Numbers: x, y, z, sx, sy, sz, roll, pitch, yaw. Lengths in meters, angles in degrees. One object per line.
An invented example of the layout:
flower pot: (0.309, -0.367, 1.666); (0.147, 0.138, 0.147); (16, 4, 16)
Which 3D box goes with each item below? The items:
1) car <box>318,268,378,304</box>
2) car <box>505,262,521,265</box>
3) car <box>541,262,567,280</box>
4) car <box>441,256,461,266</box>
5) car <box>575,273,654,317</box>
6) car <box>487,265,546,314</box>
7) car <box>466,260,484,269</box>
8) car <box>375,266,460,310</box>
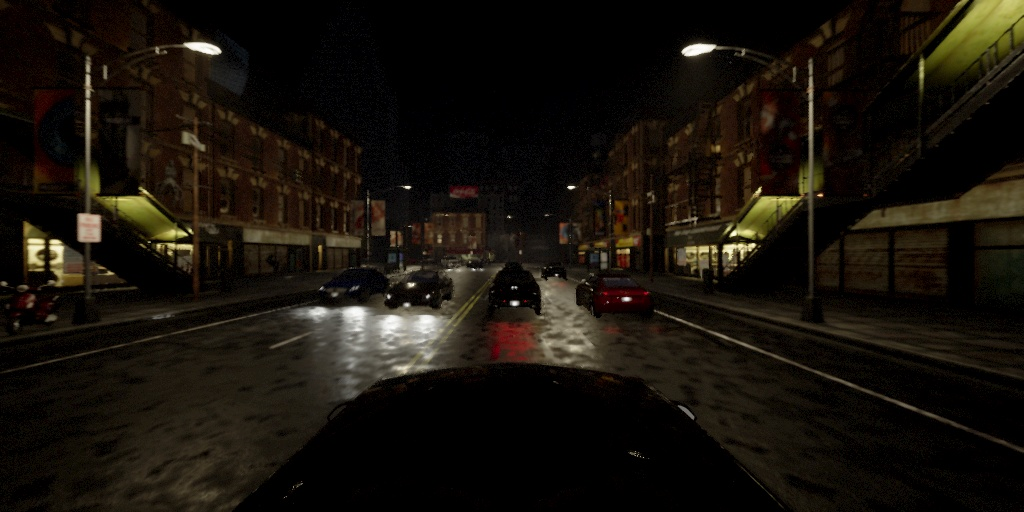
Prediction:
car: (-7.115, 1.288, 16.734); (1.812, 1.442, 4.674); (0, 0, 0)
car: (0.070, 1.276, 31.142); (1.837, 1.490, 4.892); (0, 0, 0)
car: (3.570, 1.275, 31.090); (1.837, 1.490, 4.892); (0, 0, 0)
car: (-10.112, 1.010, 58.974); (2.150, 2.045, 5.566); (0, 0, -24)
car: (3.589, 1.321, 13.236); (1.994, 1.385, 4.181); (0, 0, 0)
car: (0.088, 1.264, 13.897); (1.837, 1.490, 4.892); (0, 0, 0)
car: (-6.084, 1.340, 58.529); (2.033, 1.411, 5.357); (0, 0, -20)
car: (-3.614, 1.308, 15.011); (2.033, 1.411, 5.357); (0, 0, 0)
